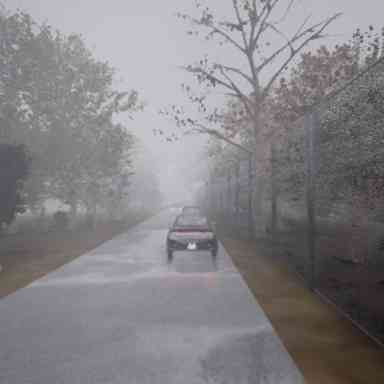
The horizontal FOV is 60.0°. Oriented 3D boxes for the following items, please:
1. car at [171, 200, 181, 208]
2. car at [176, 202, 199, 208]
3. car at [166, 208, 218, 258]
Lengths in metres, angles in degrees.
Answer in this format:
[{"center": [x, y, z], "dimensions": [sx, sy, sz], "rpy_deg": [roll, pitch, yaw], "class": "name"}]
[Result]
[{"center": [-3.027, 2.405, 65.033], "dimensions": [1.837, 1.490, 4.892], "rpy_deg": [0, -1, 0], "class": "car"}, {"center": [-0.026, 1.845, 27.547], "dimensions": [2.033, 1.411, 5.357], "rpy_deg": [0, -1, 0], "class": "car"}, {"center": [0.015, 1.639, 13.507], "dimensions": [2.128, 1.511, 4.902], "rpy_deg": [0, 0, 0], "class": "car"}]
